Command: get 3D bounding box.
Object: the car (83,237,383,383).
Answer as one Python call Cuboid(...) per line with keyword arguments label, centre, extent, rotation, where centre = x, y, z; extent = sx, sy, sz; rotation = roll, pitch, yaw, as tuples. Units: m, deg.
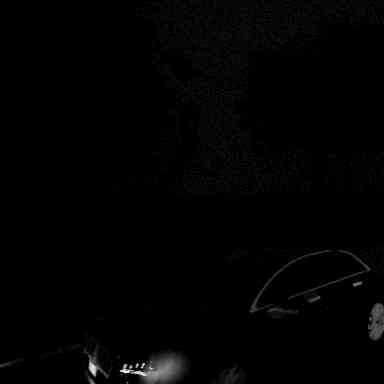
Cuboid(label="car", centre=(1.000, 1.482, 4.693), extent=(4.892, 1.490, 1.837), rotation=(0, 0, -35))
